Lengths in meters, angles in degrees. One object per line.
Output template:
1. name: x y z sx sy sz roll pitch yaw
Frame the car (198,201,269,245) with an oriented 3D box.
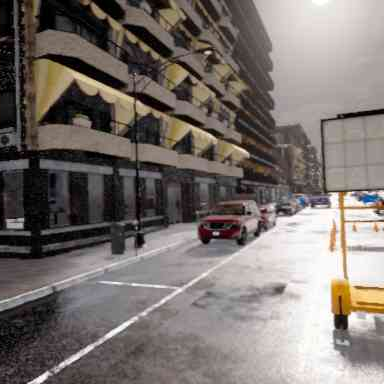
1. car: 1.998 1.377 16.104 2.192 1.841 5.009 -2 0 24

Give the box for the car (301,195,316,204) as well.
1. car: 19.973 1.213 56.875 2.008 1.369 4.403 -2 0 24

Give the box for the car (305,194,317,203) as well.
1. car: 22.150 1.139 61.817 1.752 1.417 4.829 -2 0 24

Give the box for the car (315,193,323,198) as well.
1. car: 33.448 0.913 87.455 1.887 1.381 4.507 -2 0 24

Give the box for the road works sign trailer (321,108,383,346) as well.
1. road works sign trailer: 3.568 0.361 5.702 2.380 3.560 2.880 -3 -1 23

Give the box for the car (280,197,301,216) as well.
1. car: 8.743 1.477 31.393 1.947 1.339 4.313 -2 0 24

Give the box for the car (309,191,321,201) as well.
1. car: 26.704 0.829 72.166 2.192 1.841 5.009 -2 0 24

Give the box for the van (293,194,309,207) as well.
1. van: 13.229 1.152 41.587 1.690 1.788 3.998 -2 0 24

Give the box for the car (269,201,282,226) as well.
1. car: 4.251 1.556 21.200 1.887 1.381 4.507 -2 0 24

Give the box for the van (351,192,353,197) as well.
1. van: 34.364 0.491 68.786 1.690 1.788 3.998 -2 0 24

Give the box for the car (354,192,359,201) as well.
1. car: 27.633 0.879 53.494 1.802 1.307 4.206 -2 0 24

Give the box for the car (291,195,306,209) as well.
1. car: 10.989 1.412 36.489 2.008 1.369 4.403 -2 0 24

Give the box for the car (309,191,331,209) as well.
1. car: 15.970 0.913 41.343 2.150 2.045 5.566 -3 -1 24

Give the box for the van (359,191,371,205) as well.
1. van: 23.135 0.738 43.303 1.690 1.788 3.998 -2 0 24

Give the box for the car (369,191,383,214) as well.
1. car: 16.399 0.986 28.013 1.967 1.590 4.097 -2 0 24

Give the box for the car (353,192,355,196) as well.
1. car: 29.946 0.772 58.747 1.752 1.417 4.829 -2 0 24

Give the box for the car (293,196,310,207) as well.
1. car: 15.412 1.288 46.527 1.752 1.417 4.829 -2 0 24
